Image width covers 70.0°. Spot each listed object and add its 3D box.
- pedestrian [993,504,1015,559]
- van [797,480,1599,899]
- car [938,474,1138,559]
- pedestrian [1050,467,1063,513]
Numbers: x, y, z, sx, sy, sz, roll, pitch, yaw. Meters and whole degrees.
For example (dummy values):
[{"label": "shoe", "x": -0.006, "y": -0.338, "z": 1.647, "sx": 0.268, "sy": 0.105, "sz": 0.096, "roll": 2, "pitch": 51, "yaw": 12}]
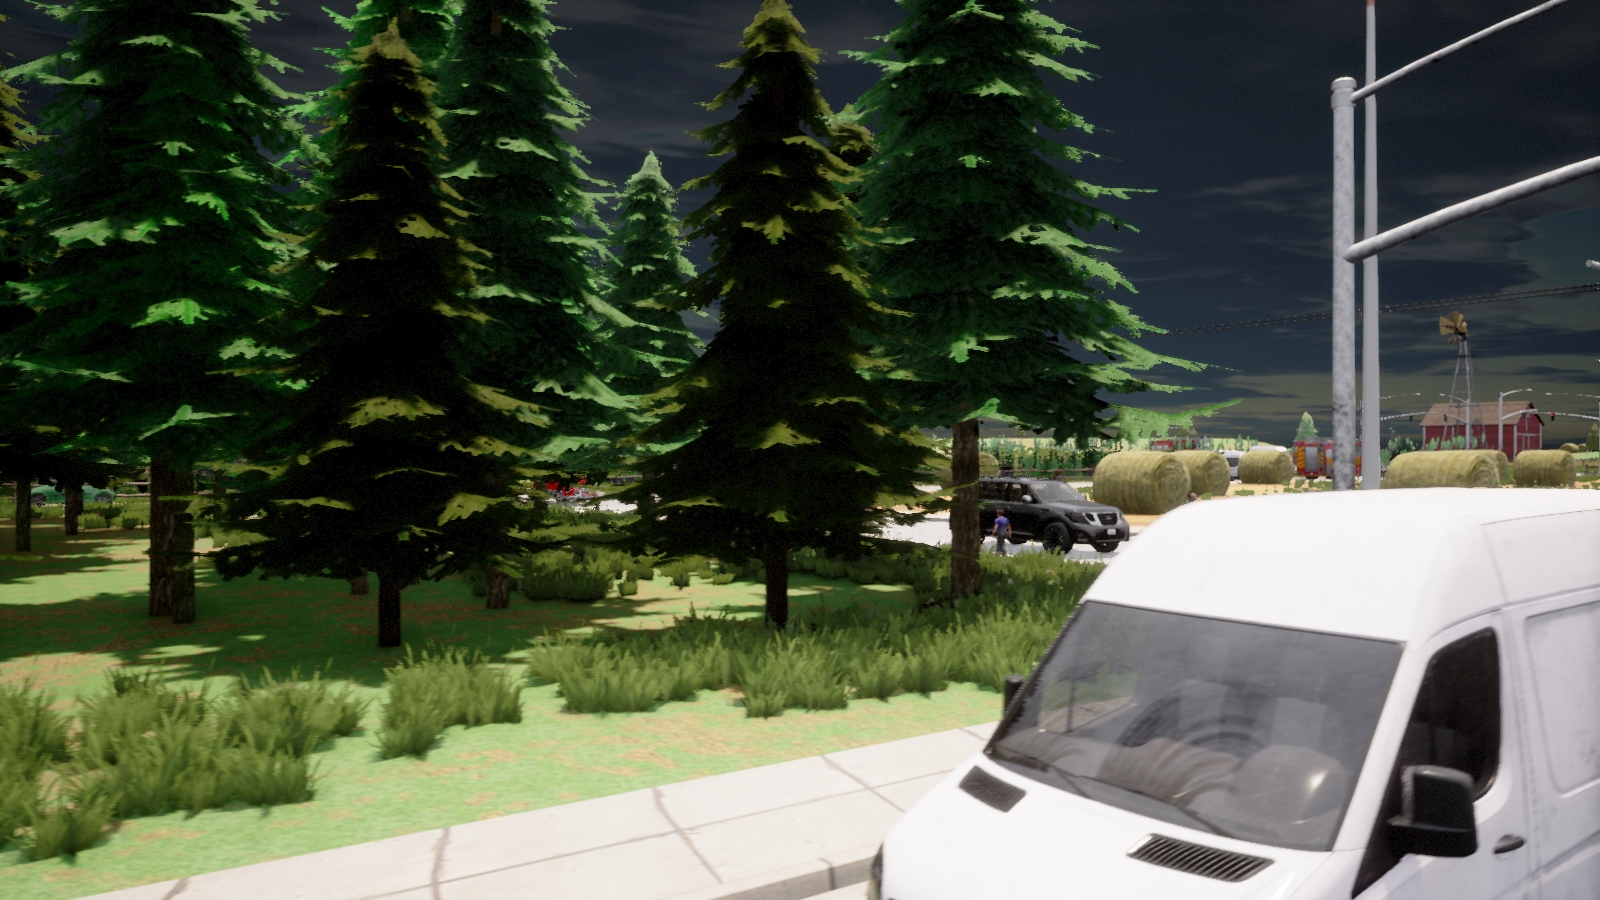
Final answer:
[{"label": "pedestrian", "x": 4.931, "y": 1.957, "z": 27.581, "sx": 0.375, "sy": 1.300, "sz": 0.375, "roll": 0, "pitch": 0, "yaw": -34}, {"label": "van", "x": 2.977, "y": 1.502, "z": 5.905, "sx": 5.915, "sy": 2.561, "sz": 1.988, "roll": 0, "pitch": 0, "yaw": -35}, {"label": "car", "x": 6.539, "y": 1.760, "z": 32.112, "sx": 2.150, "sy": 2.045, "sz": 5.566, "roll": 0, "pitch": 0, "yaw": -34}, {"label": "pedestrian", "x": 10.656, "y": 1.653, "z": 47.455, "sx": 0.375, "sy": 1.860, "sz": 0.375, "roll": 0, "pitch": 0, "yaw": -21}]
